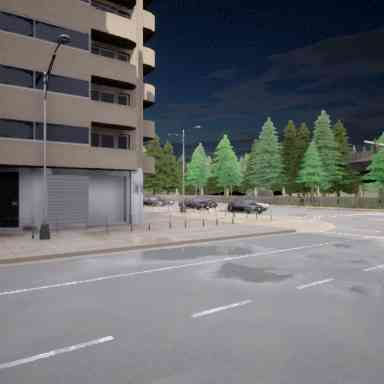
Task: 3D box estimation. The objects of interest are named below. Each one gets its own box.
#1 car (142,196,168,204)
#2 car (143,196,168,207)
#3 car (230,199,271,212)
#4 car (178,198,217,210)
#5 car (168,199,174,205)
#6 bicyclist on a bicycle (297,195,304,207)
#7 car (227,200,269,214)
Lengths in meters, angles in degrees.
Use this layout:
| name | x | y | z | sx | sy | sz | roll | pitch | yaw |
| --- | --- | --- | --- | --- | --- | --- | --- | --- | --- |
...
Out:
| name | x | y | z | sx | sy | sz | roll | pitch | yaw |
| --- | --- | --- | --- | --- | --- | --- | --- | --- | --- |
| car | -7.164 | 1.545 | 64.439 | 4.718 | 1.301 | 1.895 | 0 | 0 | 31 |
| car | -6.206 | 1.470 | 50.406 | 4.674 | 1.442 | 1.812 | 0 | 0 | 43 |
| car | 6.800 | 1.545 | 39.161 | 1.895 | 1.301 | 4.718 | 0 | 0 | -35 |
| car | 0.325 | 1.492 | 42.407 | 2.033 | 1.411 | 5.357 | 0 | 0 | -36 |
| car | -5.050 | 1.436 | 54.082 | 4.902 | 1.511 | 2.128 | 0 | 0 | 42 |
| bicyclist on a bicycle | 15.139 | 1.245 | 46.444 | 1.656 | 1.620 | 0.582 | 0 | 0 | -35 |
| car | 5.564 | 1.508 | 34.776 | 1.994 | 1.385 | 4.181 | 0 | 0 | -35 |
